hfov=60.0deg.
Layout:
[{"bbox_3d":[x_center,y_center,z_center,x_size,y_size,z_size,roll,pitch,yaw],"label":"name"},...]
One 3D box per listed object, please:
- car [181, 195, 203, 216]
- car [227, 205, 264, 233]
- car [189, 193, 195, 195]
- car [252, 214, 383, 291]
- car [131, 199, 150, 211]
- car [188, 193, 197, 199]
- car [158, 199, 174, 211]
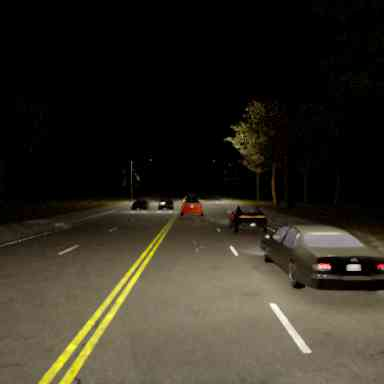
[{"bbox_3d":[-0.001,1.436,34.156,2.097,1.767,4.553,0,0,0],"label":"car"},{"bbox_3d":[3.253,1.555,20.195,2.128,1.511,4.902,0,0,0],"label":"car"},{"bbox_3d":[0.108,1.339,57.495,1.812,1.442,4.674,0,1,0],"label":"car"},{"bbox_3d":[3.252,1.576,9.195,2.033,1.411,5.357,0,0,0],"label":"car"},{"bbox_3d":[-6.497,1.578,42.835,2.033,1.411,5.357,0,1,0],"label":"car"},{"bbox_3d":[0.011,0.936,78.282,2.033,1.411,5.357,0,1,0],"label":"car"},{"bbox_3d":[-3.250,1.580,42.551,2.033,1.411,5.357,0,1,0],"label":"car"}]
